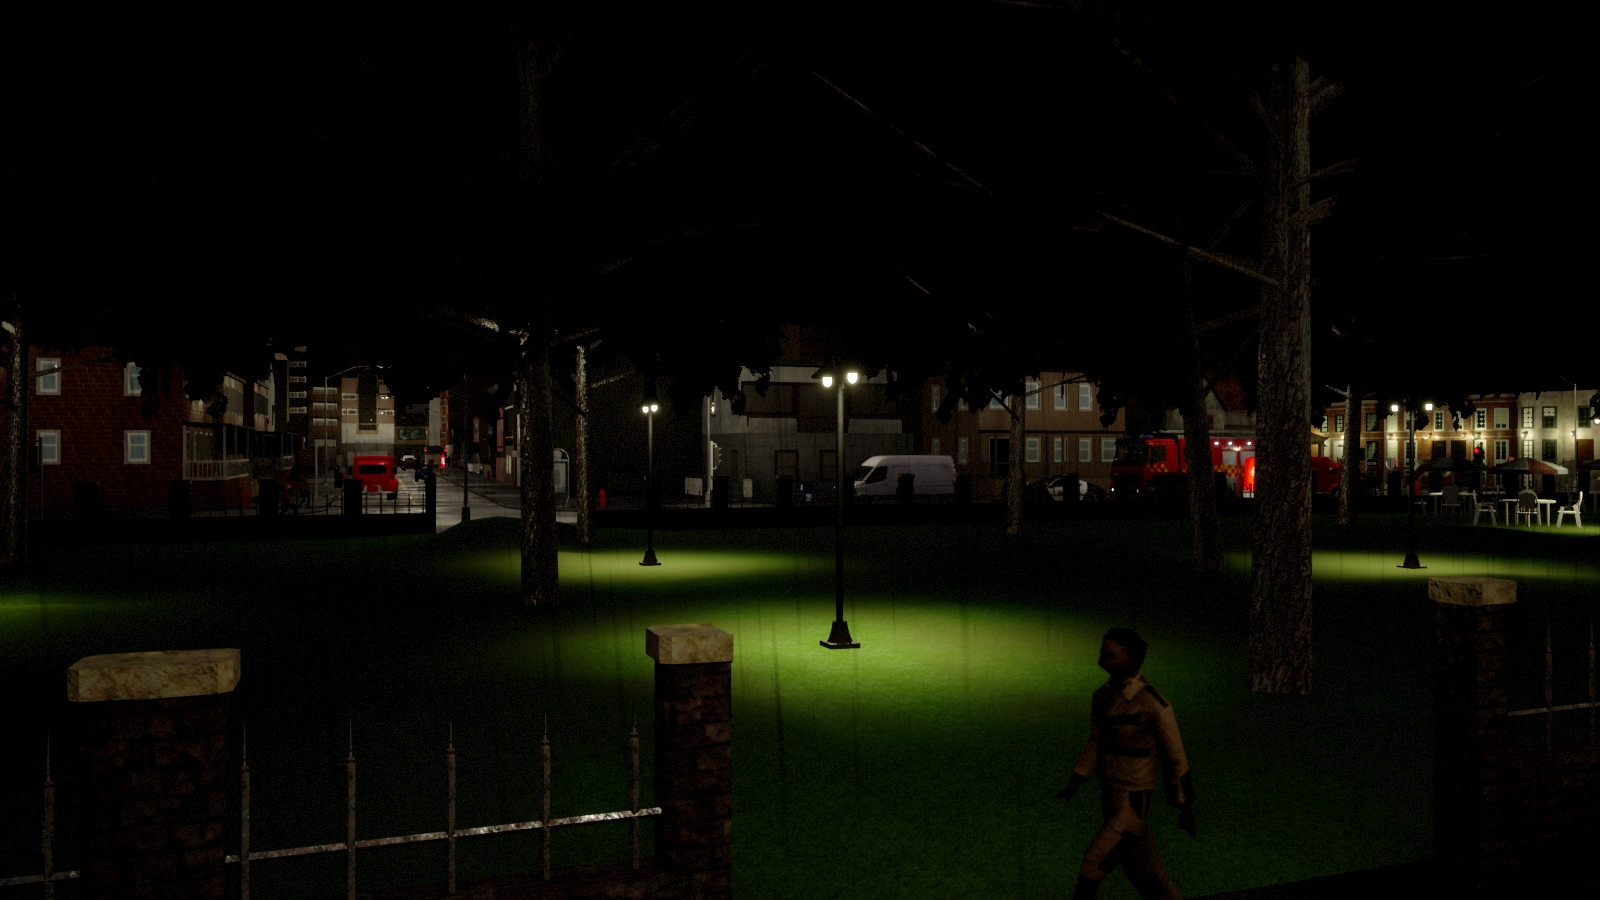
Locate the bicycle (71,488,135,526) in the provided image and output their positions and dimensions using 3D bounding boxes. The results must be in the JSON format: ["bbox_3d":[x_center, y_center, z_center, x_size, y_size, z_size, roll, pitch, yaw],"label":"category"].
[{"bbox_3d":[-23.821,1.940,39.077,1.835,1.271,0.329,0,0,-20],"label":"bicycle"}]

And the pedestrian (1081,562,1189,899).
[{"bbox_3d":[1.700,1.525,5.819,0.375,1.860,0.375,0,0,-20],"label":"pedestrian"}]

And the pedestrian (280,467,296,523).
[{"bbox_3d":[-17.356,1.525,38.726,0.375,1.860,0.375,0,0,-7],"label":"pedestrian"}]

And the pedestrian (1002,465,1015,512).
[{"bbox_3d":[8.241,1.525,45.119,0.375,1.860,0.375,0,0,-20],"label":"pedestrian"}]
